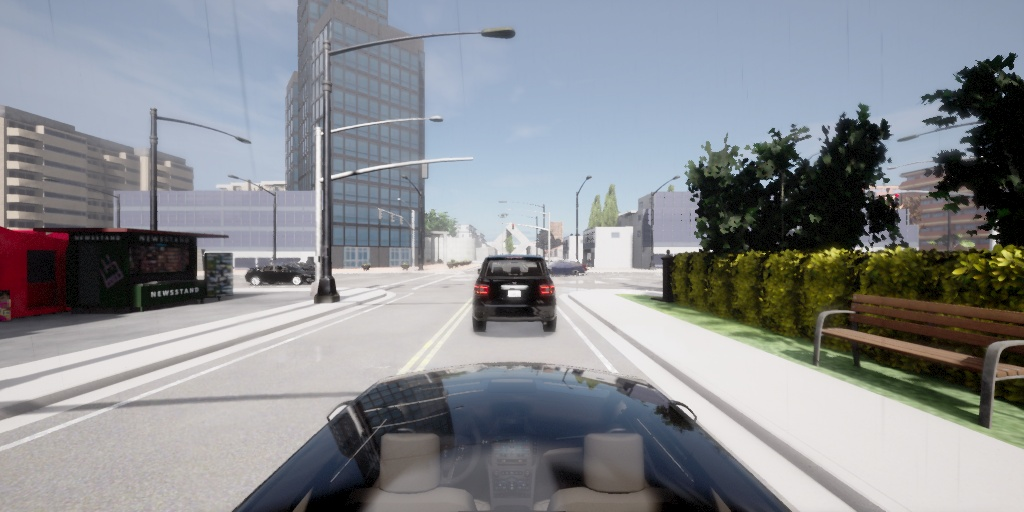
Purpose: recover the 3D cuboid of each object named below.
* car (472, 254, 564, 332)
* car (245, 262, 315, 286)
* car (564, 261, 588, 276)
[{"bbox_3d":[0.075,0.971,11.036,2.150,2.045,5.566,0,0,0],"label":"car"},{"bbox_3d":[-16.638,1.362,26.130,4.892,1.490,1.837,-1,0,0],"label":"car"},{"bbox_3d":[4.602,1.299,35.143,5.357,1.411,2.033,0,0,-27],"label":"car"}]
